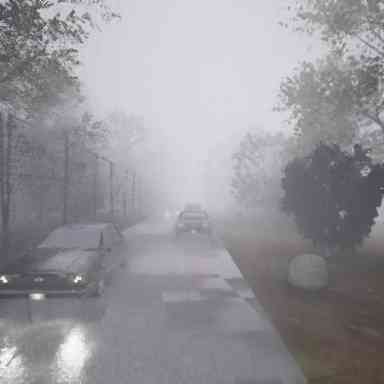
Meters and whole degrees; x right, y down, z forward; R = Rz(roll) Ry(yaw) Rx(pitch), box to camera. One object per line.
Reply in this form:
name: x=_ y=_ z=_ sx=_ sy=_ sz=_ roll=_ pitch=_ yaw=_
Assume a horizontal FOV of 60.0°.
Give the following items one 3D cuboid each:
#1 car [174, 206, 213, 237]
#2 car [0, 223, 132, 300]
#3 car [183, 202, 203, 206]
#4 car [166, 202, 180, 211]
car: x=0.083 y=1.684 z=18.548 sx=1.895 sy=1.301 sz=4.718 roll=0 pitch=0 yaw=0
car: x=-2.864 y=1.565 z=8.818 sx=2.033 sy=1.411 sz=5.357 roll=0 pitch=0 yaw=0
car: x=0.111 y=1.832 z=36.516 sx=1.837 sy=1.490 sz=4.892 roll=0 pitch=-1 yaw=0
car: x=-2.770 y=2.199 z=49.204 sx=1.895 sy=1.301 sz=4.718 roll=0 pitch=-1 yaw=1
